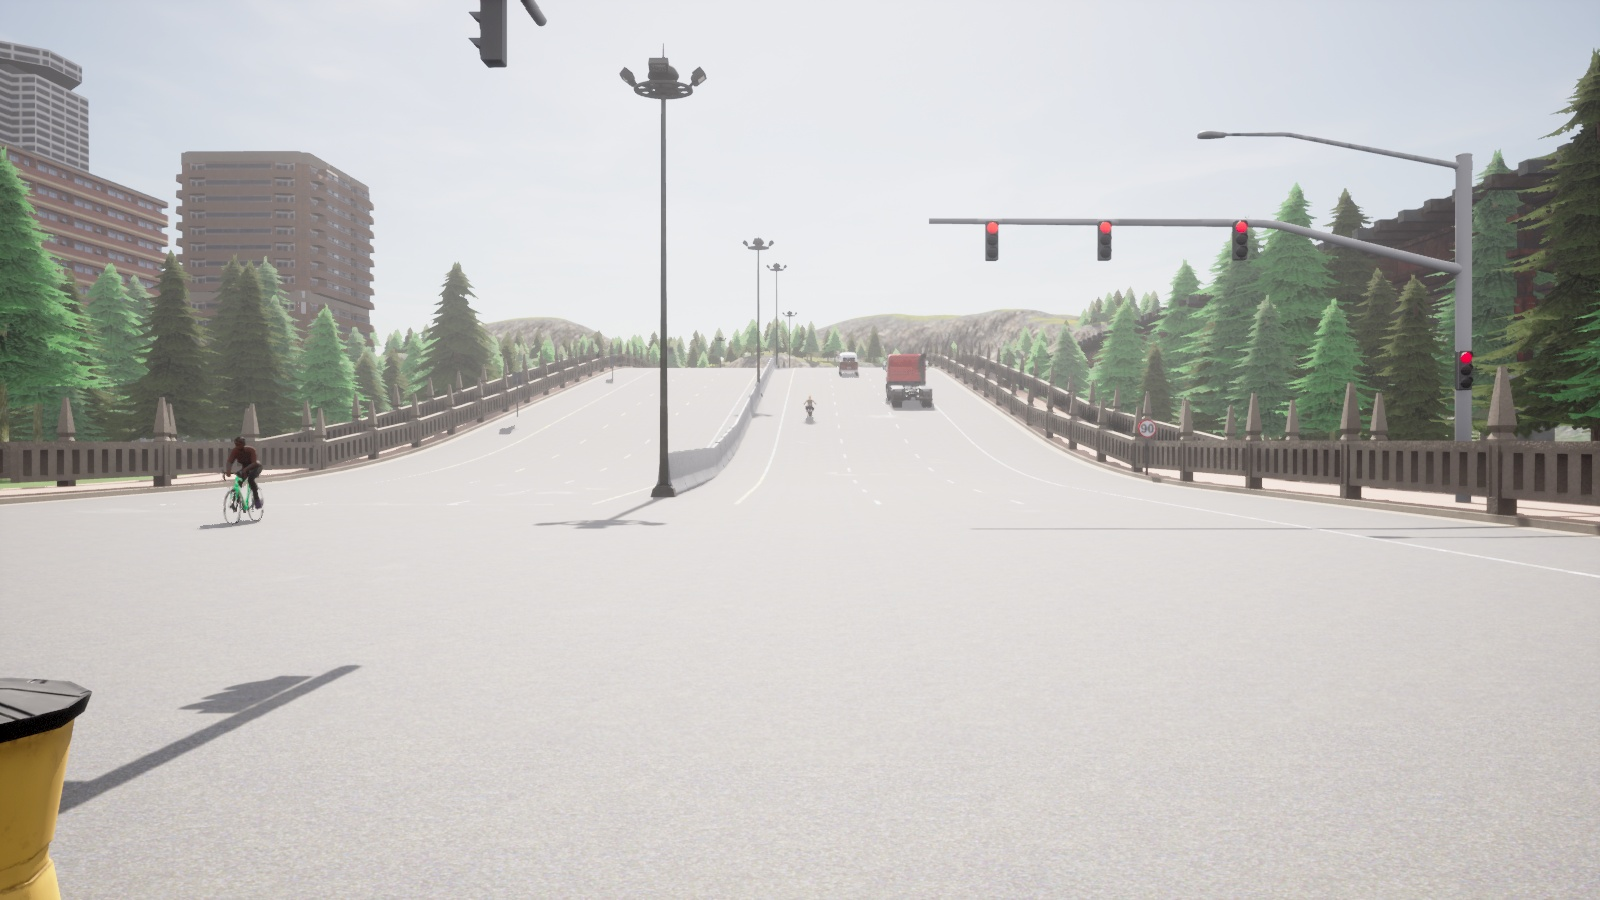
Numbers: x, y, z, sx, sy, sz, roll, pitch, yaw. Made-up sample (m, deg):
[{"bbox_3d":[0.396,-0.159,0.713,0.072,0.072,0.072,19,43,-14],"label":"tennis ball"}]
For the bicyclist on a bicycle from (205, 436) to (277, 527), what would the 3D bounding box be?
[{"bbox_3d":[-10.351,0.559,23.297,0.582,1.620,1.656,0,1,0],"label":"bicyclist on a bicycle"}]

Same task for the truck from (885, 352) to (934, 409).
[{"bbox_3d":[7.750,-5.063,89.709,2.891,3.462,7.936,0,8,1],"label":"truck"}]
